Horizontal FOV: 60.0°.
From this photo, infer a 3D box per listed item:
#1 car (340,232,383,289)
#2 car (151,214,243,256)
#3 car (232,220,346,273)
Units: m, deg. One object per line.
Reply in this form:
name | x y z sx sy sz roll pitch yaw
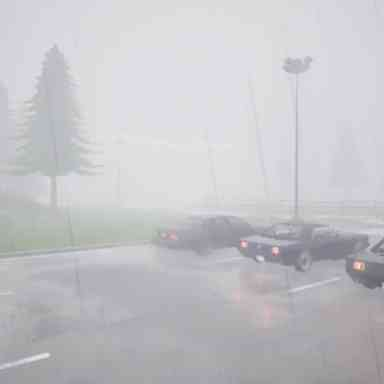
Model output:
car | 5.821 1.640 8.008 4.718 1.301 1.895 0 0 -35
car | 1.059 1.583 13.220 5.357 1.411 2.033 0 0 -35
car | 3.803 1.640 10.868 4.718 1.301 1.895 0 0 -35
